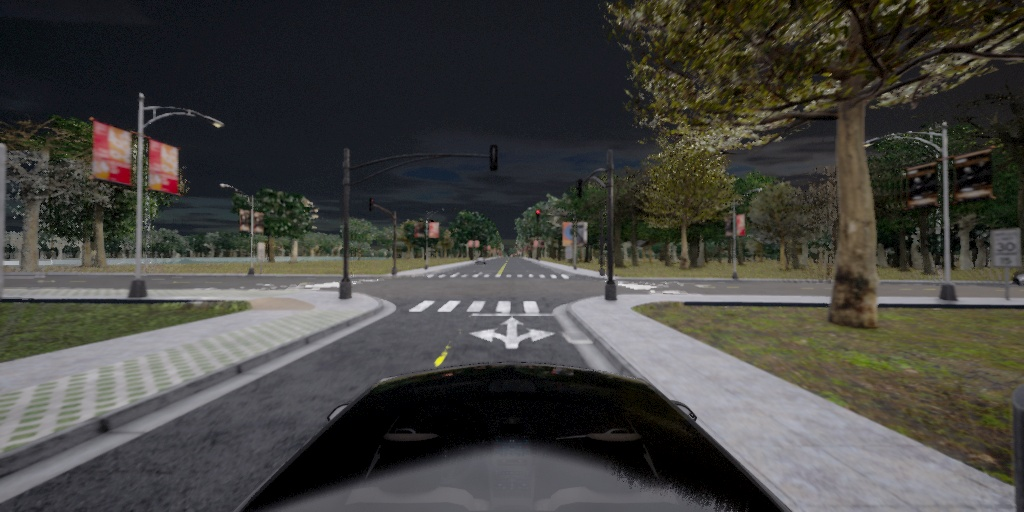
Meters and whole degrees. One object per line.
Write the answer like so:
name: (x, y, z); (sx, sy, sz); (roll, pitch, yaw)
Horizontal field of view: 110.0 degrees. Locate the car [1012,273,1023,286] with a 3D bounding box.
car: (43.414, 1.712, 28.744); (4.902, 1.511, 2.128); (1, -1, 1)
